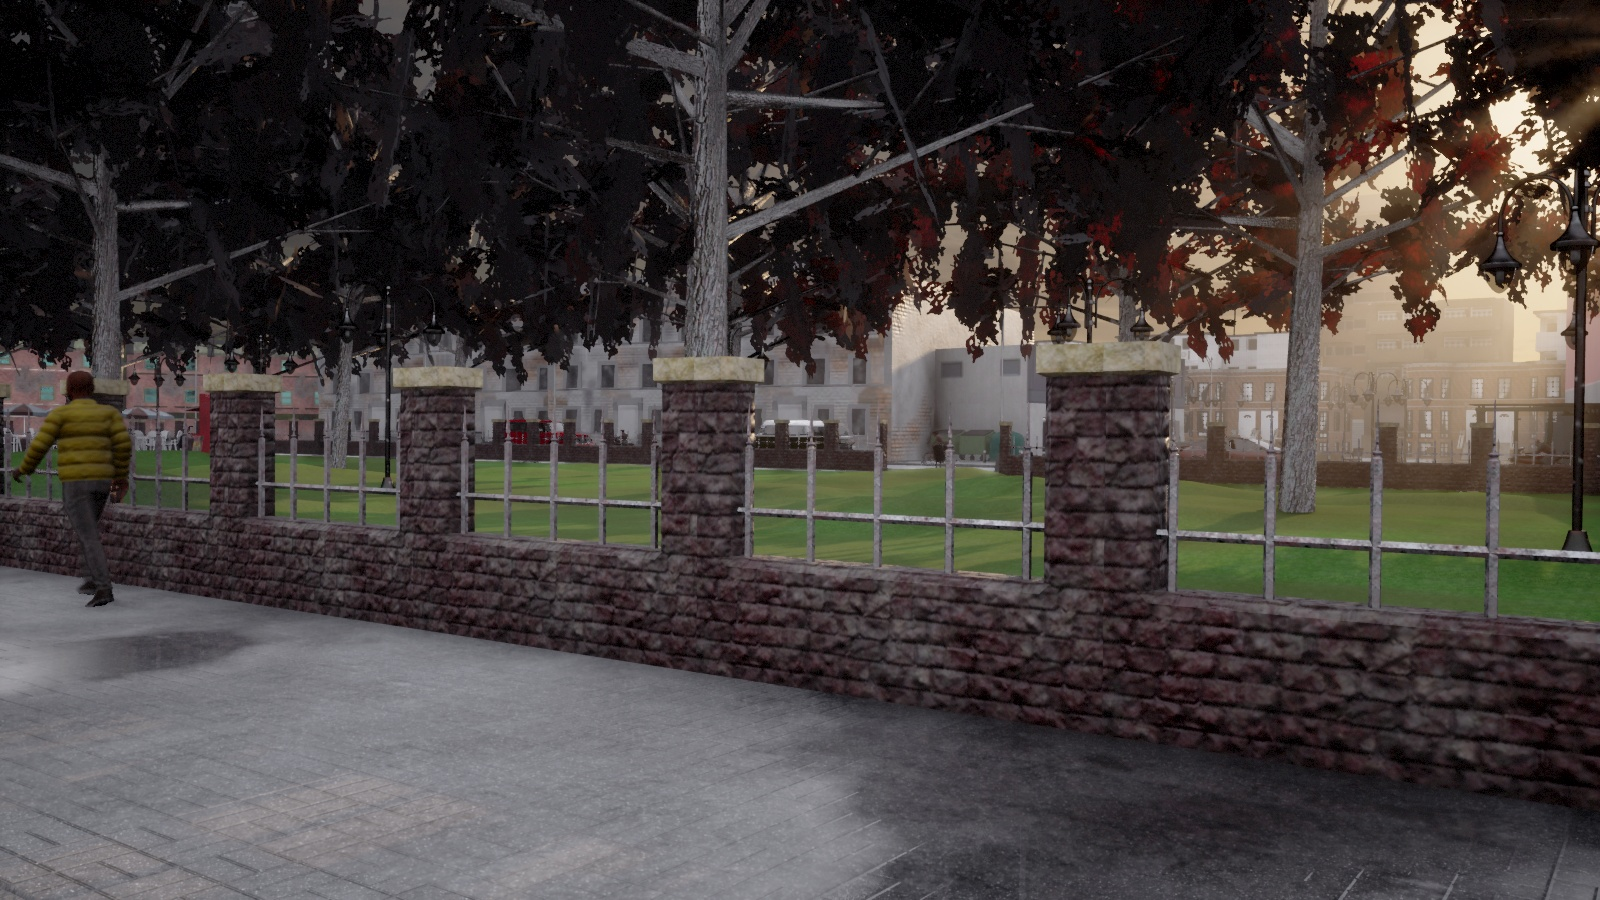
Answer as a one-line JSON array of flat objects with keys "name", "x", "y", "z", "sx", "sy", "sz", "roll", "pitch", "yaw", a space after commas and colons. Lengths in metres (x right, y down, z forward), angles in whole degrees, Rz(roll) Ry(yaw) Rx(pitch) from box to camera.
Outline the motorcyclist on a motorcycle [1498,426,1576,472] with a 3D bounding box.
[{"name": "motorcyclist on a motorcycle", "x": 24.766, "y": -0.034, "z": 42.226, "sx": 2.191, "sy": 1.530, "sz": 0.866, "roll": 0, "pitch": 1, "yaw": 35}]

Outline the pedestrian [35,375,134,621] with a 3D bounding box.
[{"name": "pedestrian", "x": -5.543, "y": 0.358, "z": 9.727, "sx": 0.726, "sy": 1.835, "sz": 0.370, "roll": 0, "pitch": 1, "yaw": 36}]

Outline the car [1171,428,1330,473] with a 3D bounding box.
[{"name": "car", "x": 15.677, "y": -0.009, "z": 43.785, "sx": 4.792, "sy": 1.488, "sz": 2.163, "roll": 0, "pitch": 1, "yaw": 35}]

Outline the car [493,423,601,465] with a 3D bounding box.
[{"name": "car", "x": -12.955, "y": -0.308, "z": 64.126, "sx": 5.566, "sy": 2.045, "sz": 2.150, "roll": 0, "pitch": 1, "yaw": 35}]

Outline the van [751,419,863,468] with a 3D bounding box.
[{"name": "van", "x": 0.269, "y": -0.295, "z": 54.742, "sx": 4.480, "sy": 2.038, "sz": 2.069, "roll": 0, "pitch": 1, "yaw": 35}]
